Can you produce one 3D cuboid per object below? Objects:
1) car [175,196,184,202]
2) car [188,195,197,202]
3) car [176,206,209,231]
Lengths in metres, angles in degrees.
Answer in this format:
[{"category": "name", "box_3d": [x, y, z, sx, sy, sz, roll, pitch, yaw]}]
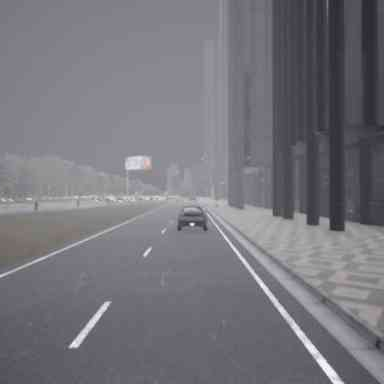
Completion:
[{"category": "car", "box_3d": [-3.405, 1.832, 90.902, 2.097, 1.767, 4.553, 0, 0, 0]}, {"category": "car", "box_3d": [0.094, 1.713, 92.799, 2.150, 2.045, 5.566, 0, 0, 0]}, {"category": "car", "box_3d": [0.020, 1.676, 22.096, 1.837, 1.490, 4.892, 0, 0, 0]}]
